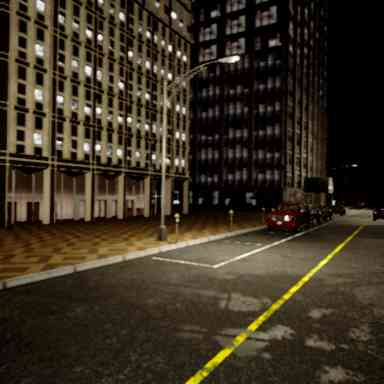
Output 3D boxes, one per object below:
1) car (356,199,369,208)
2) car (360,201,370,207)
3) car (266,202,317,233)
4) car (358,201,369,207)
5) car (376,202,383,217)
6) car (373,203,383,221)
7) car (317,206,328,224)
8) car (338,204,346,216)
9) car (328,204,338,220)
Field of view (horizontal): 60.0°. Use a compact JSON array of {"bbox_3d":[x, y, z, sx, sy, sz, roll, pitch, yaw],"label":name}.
[{"bbox_3d":[38.156,2.581,74.670,2.192,1.841,5.009,1,-1,31],"label":"car"},{"bbox_3d":[43.873,2.983,84.126,2.008,1.369,4.403,1,-1,31],"label":"car"},{"bbox_3d":[6.695,1.634,22.649,2.192,1.841,5.009,1,-1,31],"label":"car"},{"bbox_3d":[41.012,2.915,79.397,1.947,1.339,4.313,1,-1,31],"label":"car"},{"bbox_3d":[24.233,2.118,41.376,2.097,1.767,4.553,1,-1,31],"label":"car"},{"bbox_3d":[19.199,1.965,32.946,2.097,1.767,4.553,1,-1,32],"label":"car"},{"bbox_3d":[9.551,1.958,27.376,2.008,1.369,4.403,1,-1,31],"label":"car"},{"bbox_3d":[18.043,2.192,41.418,1.752,1.417,4.829,1,-1,31],"label":"car"},{"bbox_3d":[12.411,2.046,32.105,2.008,1.369,4.403,1,-1,31],"label":"car"}]
